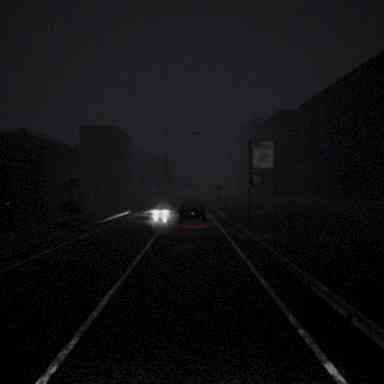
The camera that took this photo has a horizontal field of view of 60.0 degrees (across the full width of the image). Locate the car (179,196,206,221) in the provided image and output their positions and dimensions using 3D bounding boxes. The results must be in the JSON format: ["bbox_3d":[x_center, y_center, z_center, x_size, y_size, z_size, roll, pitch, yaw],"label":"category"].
[{"bbox_3d":[0.043,1.297,24.863,1.882,1.535,5.008,0,0,0],"label":"car"}]

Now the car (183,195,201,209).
[{"bbox_3d":[-0.045,1.221,41.628,2.128,1.511,4.902,0,0,0],"label":"car"}]

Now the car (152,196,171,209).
[{"bbox_3d":[-3.564,1.232,39.418,2.128,1.511,4.902,0,0,0],"label":"car"}]
